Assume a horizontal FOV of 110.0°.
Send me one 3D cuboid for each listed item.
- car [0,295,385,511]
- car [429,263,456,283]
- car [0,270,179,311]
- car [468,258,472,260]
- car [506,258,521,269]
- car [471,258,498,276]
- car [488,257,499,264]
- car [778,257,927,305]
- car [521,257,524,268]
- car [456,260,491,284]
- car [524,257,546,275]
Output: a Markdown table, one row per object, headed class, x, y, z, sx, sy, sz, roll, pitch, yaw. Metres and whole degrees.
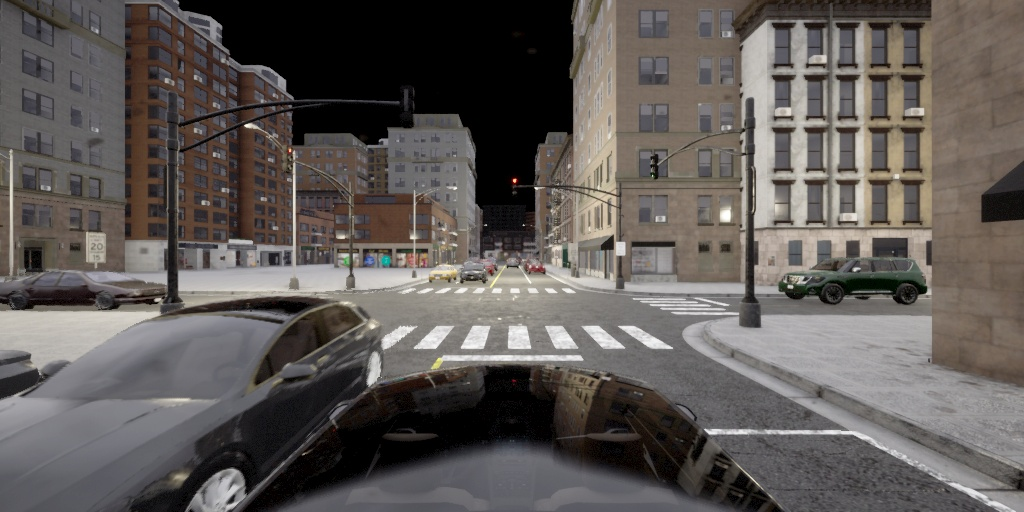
| class | x | y | z | sx | sy | sz | roll | pitch | yaw |
| --- | --- | --- | --- | --- | --- | --- | --- | --- | --- |
| car | -2.815 | 1.255 | 3.704 | 1.837 | 1.490 | 4.892 | 1 | 0 | -2 |
| car | -5.379 | 1.276 | 28.317 | 1.751 | 1.417 | 4.829 | 0 | 0 | 0 |
| car | -15.777 | 1.225 | 13.310 | 5.357 | 1.411 | 2.033 | 0 | 0 | 0 |
| car | -5.372 | 1.302 | 45.473 | 2.007 | 1.370 | 4.403 | 0 | 0 | 0 |
| car | 0.114 | 1.317 | 58.538 | 1.994 | 1.385 | 4.181 | 0 | 0 | 1 |
| car | -2.839 | 1.229 | 37.536 | 1.882 | 1.535 | 5.008 | 0 | 0 | 0 |
| car | -2.820 | 1.257 | 47.952 | 1.837 | 1.490 | 4.892 | 0 | 0 | 0 |
| car | 15.349 | 1.056 | 16.293 | 5.566 | 2.045 | 2.150 | 0 | 0 | -2 |
| car | 2.653 | 1.066 | 45.470 | 2.192 | 1.841 | 5.009 | 0 | 0 | 0 |
| car | -2.819 | 1.255 | 27.219 | 1.837 | 1.490 | 4.892 | 0 | 0 | -1 |
| car | 2.651 | 1.191 | 39.808 | 1.967 | 1.591 | 4.097 | 0 | 0 | 0 |
